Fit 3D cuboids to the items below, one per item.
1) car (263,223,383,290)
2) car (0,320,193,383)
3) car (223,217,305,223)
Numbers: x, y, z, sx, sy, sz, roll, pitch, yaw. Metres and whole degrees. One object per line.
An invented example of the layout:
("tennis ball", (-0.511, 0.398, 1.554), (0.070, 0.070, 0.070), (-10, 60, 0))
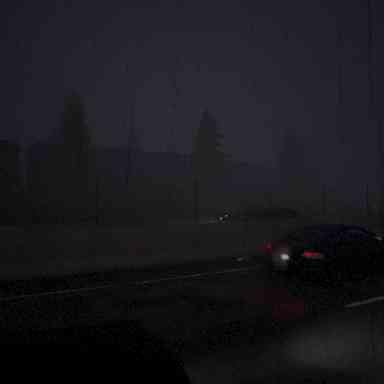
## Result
("car", (4.014, 1.563, 9.104), (4.181, 1.385, 1.994), (0, 0, -29))
("car", (-2.196, 1.601, 1.995), (4.718, 1.301, 1.895), (0, 0, -25))
("car", (3.789, 1.504, 17.281), (4.892, 1.490, 1.837), (0, 0, -32))
